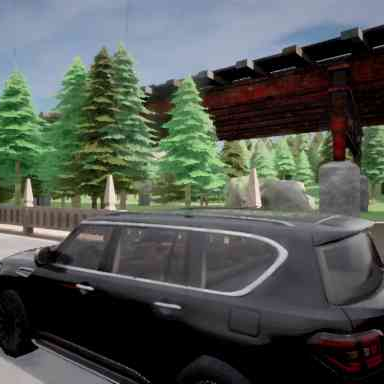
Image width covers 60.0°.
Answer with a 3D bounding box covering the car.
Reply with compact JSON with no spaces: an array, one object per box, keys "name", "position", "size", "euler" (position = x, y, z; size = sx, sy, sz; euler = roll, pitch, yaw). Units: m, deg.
[{"name":"car","position":[-0.442,1.222,4.316],"size":[5.566,2.045,2.150],"euler":[0,0,36]}]
